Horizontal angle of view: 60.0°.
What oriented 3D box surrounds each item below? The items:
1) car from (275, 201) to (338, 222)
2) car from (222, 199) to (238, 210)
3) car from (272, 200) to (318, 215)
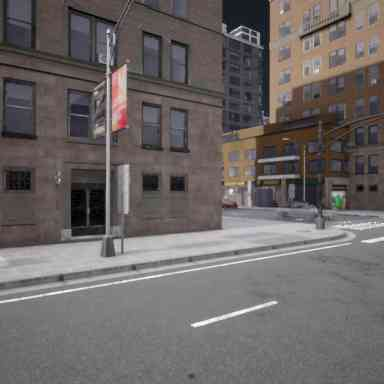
[{"bbox_3d":[9.170,1.593,26.764,1.895,1.301,4.718,0,0,-35],"label":"car"},{"bbox_3d":[4.182,1.591,43.311,1.802,1.307,4.206,0,0,-35],"label":"car"},{"bbox_3d":[10.549,1.577,34.312,1.947,1.339,4.313,0,0,-35],"label":"car"}]
